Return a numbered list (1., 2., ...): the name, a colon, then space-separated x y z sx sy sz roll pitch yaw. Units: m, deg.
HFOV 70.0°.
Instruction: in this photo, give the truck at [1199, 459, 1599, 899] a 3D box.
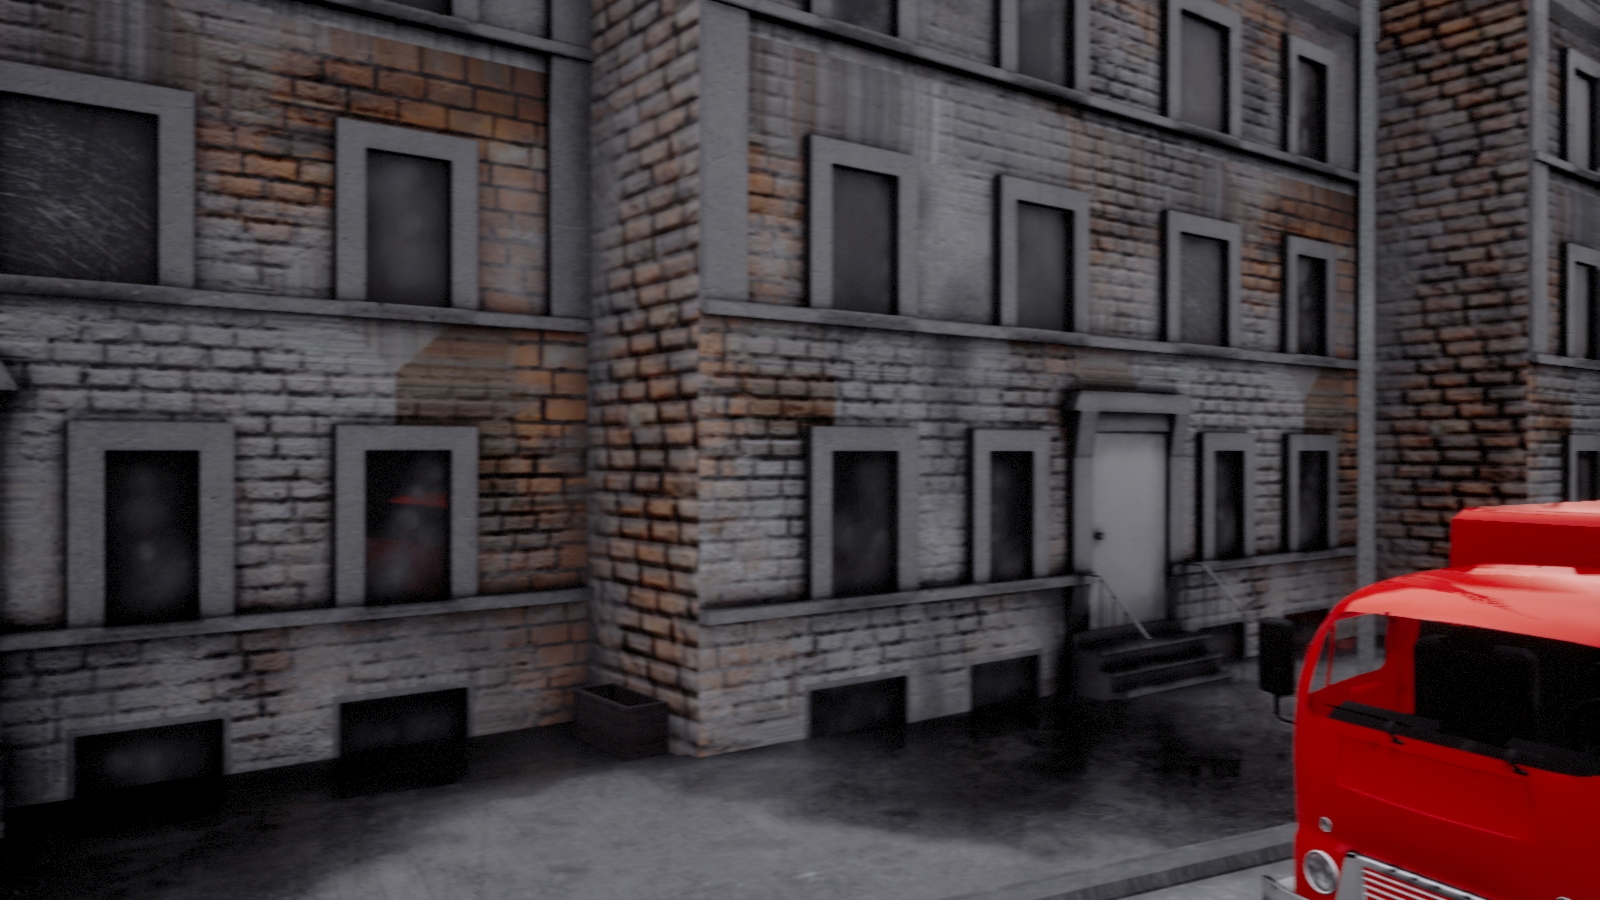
1. truck: 5.170 1.331 6.418 5.204 2.467 2.627 -1 1 -27
